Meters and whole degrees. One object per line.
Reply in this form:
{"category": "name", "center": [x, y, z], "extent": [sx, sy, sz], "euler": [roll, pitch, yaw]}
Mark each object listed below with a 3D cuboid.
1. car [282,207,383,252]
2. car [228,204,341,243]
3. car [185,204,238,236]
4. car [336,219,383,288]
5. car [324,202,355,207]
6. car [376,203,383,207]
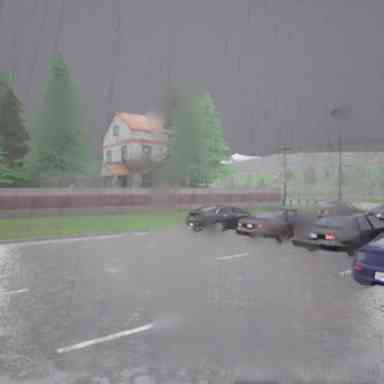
{"category": "car", "center": [6.027, 1.484, 12.488], "extent": [5.357, 1.411, 2.033], "euler": [0, 0, -36]}
{"category": "car", "center": [4.478, 1.484, 15.686], "extent": [5.357, 1.411, 2.033], "euler": [0, 0, -37]}
{"category": "car", "center": [1.939, 1.443, 18.183], "extent": [4.892, 1.490, 1.837], "euler": [1, -1, -36]}
{"category": "car", "center": [5.595, 1.478, 7.841], "extent": [4.674, 1.442, 1.812], "euler": [0, 0, -36]}
{"category": "car", "center": [10.910, 1.428, 24.719], "extent": [5.357, 1.411, 2.033], "euler": [0, 0, -36]}
{"category": "car", "center": [13.445, 1.438, 22.241], "extent": [4.181, 1.385, 1.994], "euler": [0, 0, -36]}
